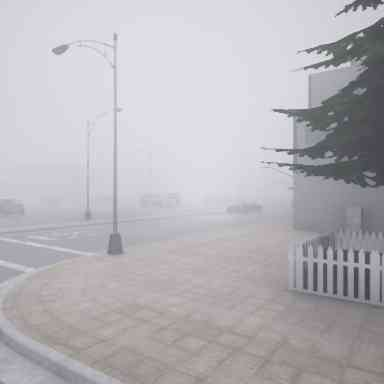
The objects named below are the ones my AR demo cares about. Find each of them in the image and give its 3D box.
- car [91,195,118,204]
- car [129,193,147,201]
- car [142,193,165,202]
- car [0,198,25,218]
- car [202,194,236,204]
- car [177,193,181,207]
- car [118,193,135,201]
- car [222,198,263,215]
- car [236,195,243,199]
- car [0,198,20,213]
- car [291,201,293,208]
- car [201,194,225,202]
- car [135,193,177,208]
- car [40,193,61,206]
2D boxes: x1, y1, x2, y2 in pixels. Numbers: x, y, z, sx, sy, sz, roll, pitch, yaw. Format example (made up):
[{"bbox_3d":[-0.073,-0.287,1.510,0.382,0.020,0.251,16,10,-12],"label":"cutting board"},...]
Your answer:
[{"bbox_3d":[-15.860,1.282,59.015,4.514,1.523,2.007,0,0,36],"label":"car"},{"bbox_3d":[-12.347,1.059,75.948,3.866,1.878,1.905,0,0,36],"label":"car"},{"bbox_3d":[-7.934,1.082,68.652,4.605,1.855,1.932,0,0,36],"label":"car"},{"bbox_3d":[-15.763,1.364,28.019,3.633,1.501,1.845,0,0,36],"label":"car"},{"bbox_3d":[4.247,1.144,55.859,5.027,1.636,2.152,0,0,36],"label":"car"},{"bbox_3d":[-3.303,1.067,45.530,3.866,1.878,1.905,0,0,36],"label":"car"},{"bbox_3d":[-14.802,1.342,73.625,3.806,1.475,1.970,0,0,36],"label":"car"},{"bbox_3d":[5.303,1.580,33.467,1.895,1.301,4.718,0,0,36],"label":"car"},{"bbox_3d":[7.773,1.222,61.231,3.806,1.475,1.970,0,0,36],"label":"car"},{"bbox_3d":[-19.995,1.372,34.805,3.806,1.475,1.970,0,0,36],"label":"car"},{"bbox_3d":[15.706,1.495,47.533,1.882,1.535,5.008,0,0,36],"label":"car"},{"bbox_3d":[4.244,1.286,68.348,4.514,1.523,2.007,0,0,36],"label":"car"},{"bbox_3d":[-4.685,1.088,42.941,4.605,1.855,1.932,0,0,36],"label":"car"},{"bbox_3d":[-21.791,1.304,50.973,3.633,1.501,1.845,0,0,36],"label":"car"}]
